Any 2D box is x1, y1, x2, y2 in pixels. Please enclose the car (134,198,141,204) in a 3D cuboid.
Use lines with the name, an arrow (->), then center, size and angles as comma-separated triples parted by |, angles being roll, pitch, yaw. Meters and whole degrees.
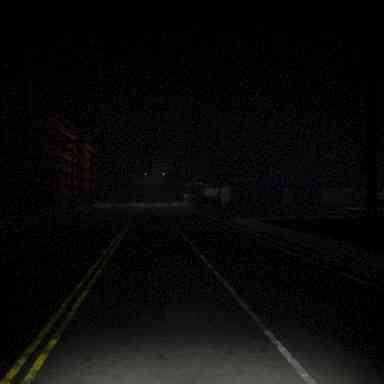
car -> -15.356, 2.505, 93.447 | 1.837, 1.490, 4.892 | 0, -1, -7

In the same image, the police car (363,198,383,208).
police car -> 30.638, 1.806, 55.728 | 5.238, 1.638, 1.930 | 0, -1, -30
